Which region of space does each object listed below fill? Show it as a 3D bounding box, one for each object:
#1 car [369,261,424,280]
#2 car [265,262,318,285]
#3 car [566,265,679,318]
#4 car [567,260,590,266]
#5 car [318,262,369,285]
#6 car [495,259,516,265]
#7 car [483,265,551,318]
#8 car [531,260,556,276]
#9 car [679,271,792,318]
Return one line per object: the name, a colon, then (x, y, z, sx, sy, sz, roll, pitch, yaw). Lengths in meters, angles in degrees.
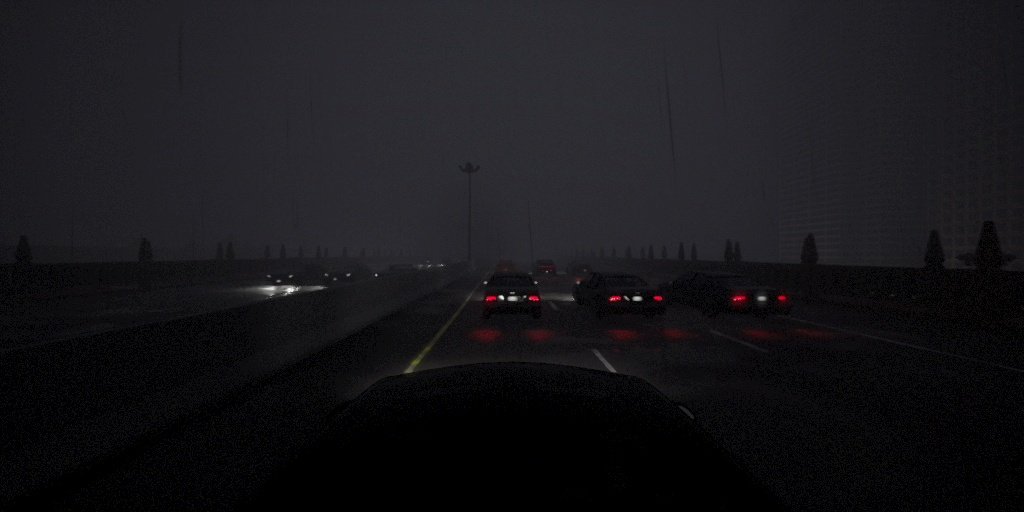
car: (-7.517, 1.215, 23.751, 1.895, 1.301, 4.718, 0, 0, -2)
car: (-14.552, 1.156, 24.908, 2.033, 1.411, 5.357, 0, 0, -2)
car: (3.462, 1.229, 12.563, 2.033, 1.411, 5.357, 0, 0, -1)
car: (6.389, 1.073, 34.081, 1.812, 1.442, 4.674, 0, 0, -2)
car: (-11.040, 1.135, 24.562, 1.812, 1.442, 4.674, 0, 0, -2)
car: (-0.613, 1.024, 34.546, 1.882, 1.535, 5.008, 0, 0, -2)
car: (-0.038, 1.230, 12.571, 2.033, 1.411, 5.357, 0, 0, -1)
car: (2.927, 1.059, 33.114, 1.837, 1.490, 4.892, 0, 0, -2)
car: (6.962, 1.229, 12.570, 2.033, 1.411, 5.357, 0, 0, -1)
